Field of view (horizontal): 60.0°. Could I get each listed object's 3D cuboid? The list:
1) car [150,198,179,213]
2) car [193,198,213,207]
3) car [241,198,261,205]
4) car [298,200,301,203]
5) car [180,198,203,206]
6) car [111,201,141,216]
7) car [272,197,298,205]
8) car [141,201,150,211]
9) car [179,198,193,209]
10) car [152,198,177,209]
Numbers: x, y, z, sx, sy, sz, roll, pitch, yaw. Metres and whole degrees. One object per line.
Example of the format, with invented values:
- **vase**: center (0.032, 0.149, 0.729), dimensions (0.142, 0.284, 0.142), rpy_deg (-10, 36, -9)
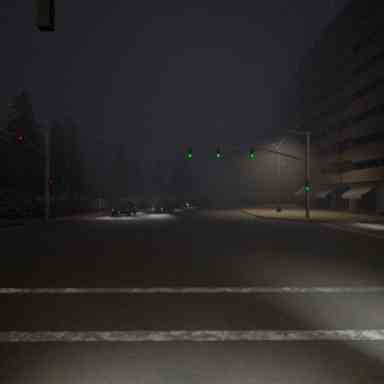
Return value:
- **car**: center (-3.264, 1.723, 40.269), dimensions (2.128, 1.511, 4.902), rpy_deg (0, 0, 4)
- **car**: center (1.921, 1.940, 59.232), dimensions (1.895, 1.301, 4.718), rpy_deg (0, 0, 31)
- **car**: center (11.698, 1.870, 65.989), dimensions (4.902, 1.511, 2.128), rpy_deg (0, 0, -44)
- **car**: center (21.627, 1.945, 73.116), dimensions (4.902, 1.511, 2.128), rpy_deg (0, 0, -22)
- **car**: center (-0.097, 1.851, 62.772), dimensions (2.128, 1.511, 4.902), rpy_deg (0, 0, 32)
- **car**: center (-6.994, 1.725, 34.682), dimensions (1.812, 1.442, 4.674), rpy_deg (0, 0, 2)
- **car**: center (18.427, 1.863, 67.212), dimensions (5.008, 1.535, 1.882), rpy_deg (0, 0, -34)
- **car**: center (-6.459, 1.852, 43.760), dimensions (1.895, 1.301, 4.718), rpy_deg (0, 0, 6)
- **car**: center (-1.961, 1.834, 50.000), dimensions (2.033, 1.411, 5.357), rpy_deg (0, 0, 15)
- **car**: center (-4.343, 1.799, 53.606), dimensions (2.128, 1.511, 4.902), rpy_deg (0, 0, 20)
